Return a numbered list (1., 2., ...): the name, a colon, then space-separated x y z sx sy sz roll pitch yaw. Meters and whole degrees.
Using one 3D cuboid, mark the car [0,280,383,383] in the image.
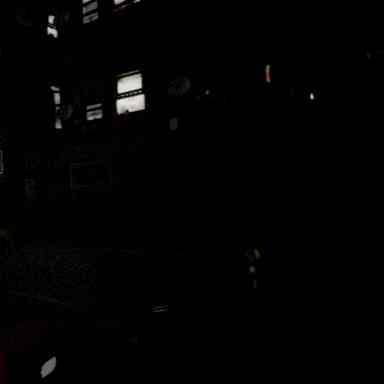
1. car: -0.082 1.512 2.779 4.507 1.381 1.887 -1 -1 29
